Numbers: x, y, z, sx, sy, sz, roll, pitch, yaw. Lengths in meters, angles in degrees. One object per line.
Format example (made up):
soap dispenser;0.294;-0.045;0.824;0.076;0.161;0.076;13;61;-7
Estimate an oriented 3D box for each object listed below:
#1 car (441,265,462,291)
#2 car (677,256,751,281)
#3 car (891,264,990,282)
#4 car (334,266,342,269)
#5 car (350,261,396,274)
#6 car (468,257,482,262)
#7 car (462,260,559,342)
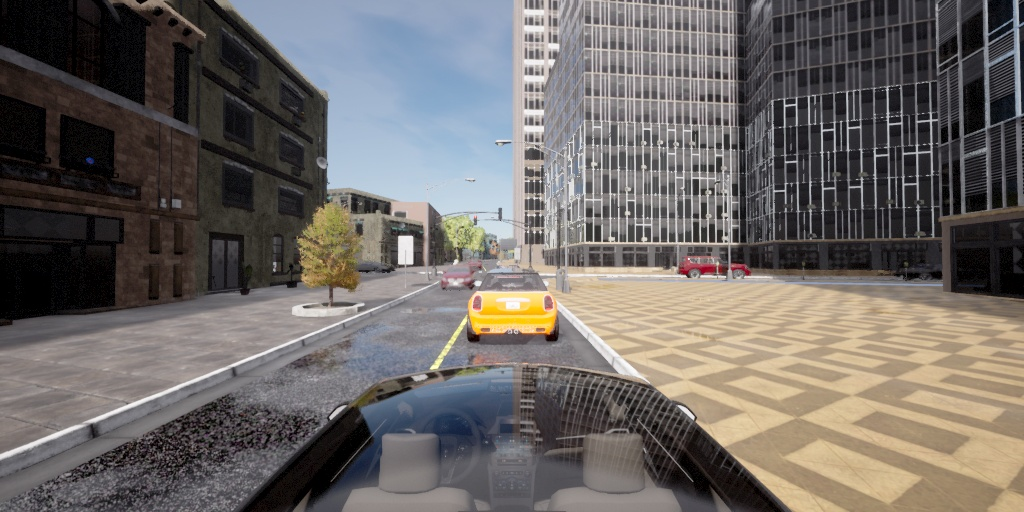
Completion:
car;-3.228;1.280;22.313;1.812;1.442;4.674;0;0;-2
car;15.744;0.939;28.235;5.009;1.841;2.192;0;0;18
car;31.104;1.215;26.003;4.718;1.301;1.895;0;-1;18
car;-20.587;1.318;40.121;4.313;1.339;1.948;0;0;18
car;-16.122;1.328;41.279;5.357;1.411;2.033;0;-1;18
car;-5.479;1.240;53.338;1.882;1.535;5.008;0;0;-6
car;0.004;1.105;9.980;2.097;1.767;4.553;0;0;0
